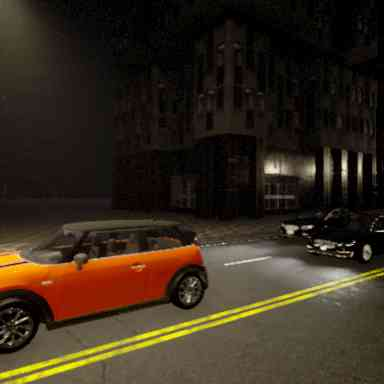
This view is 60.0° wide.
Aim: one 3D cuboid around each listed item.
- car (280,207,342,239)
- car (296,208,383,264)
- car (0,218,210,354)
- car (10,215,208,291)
[{"bbox_3d":[6.343,1.498,16.091,4.902,1.511,2.128,0,0,-35],"label":"car"},{"bbox_3d":[6.172,1.507,12.006,4.892,1.490,1.837,-1,1,-35],"label":"car"},{"bbox_3d":[-1.929,1.353,6.236,4.553,1.767,2.097,0,0,-35],"label":"car"},{"bbox_3d":[-2.275,1.549,9.956,5.357,1.411,2.033,0,0,-35],"label":"car"}]
